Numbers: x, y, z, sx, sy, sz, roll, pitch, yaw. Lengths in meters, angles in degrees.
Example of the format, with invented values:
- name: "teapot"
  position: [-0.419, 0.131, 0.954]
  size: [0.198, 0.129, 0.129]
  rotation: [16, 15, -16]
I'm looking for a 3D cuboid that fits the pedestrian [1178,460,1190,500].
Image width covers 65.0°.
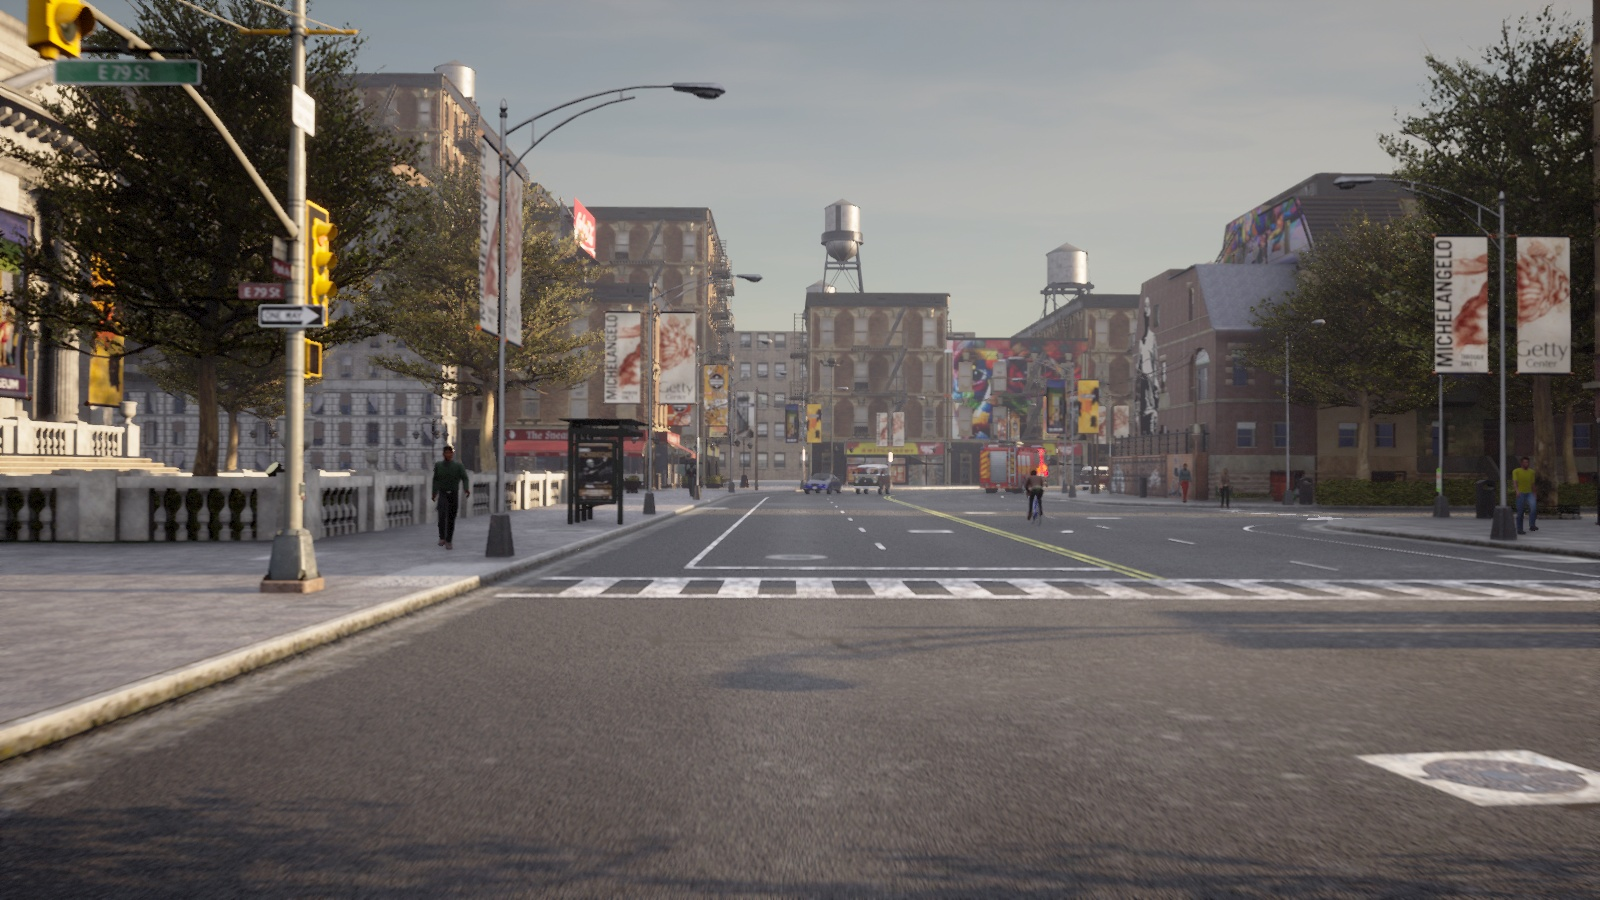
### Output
- name: "pedestrian"
  position: [17.558, 1.361, 57.365]
  size: [0.353, 1.847, 0.614]
  rotation: [0, -1, 1]

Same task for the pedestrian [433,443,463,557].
- name: "pedestrian"
  position: [-6.164, 0.864, 22.004]
  size: [0.423, 1.949, 0.788]
  rotation: [0, -1, -10]

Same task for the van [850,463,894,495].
- name: "van"
  position: [4.832, 1.923, 83.859]
  size: [2.069, 2.038, 4.480]
  rotation: [-1, -1, 15]

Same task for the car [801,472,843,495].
- name: "car"
  position: [1.529, 2.247, 85.091]
  size: [1.816, 1.474, 4.193]
  rotation: [-1, -1, 16]

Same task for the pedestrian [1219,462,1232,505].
- name: "pedestrian"
  position: [18.469, 1.460, 54.499]
  size: [0.331, 1.846, 0.634]
  rotation: [0, -1, 2]

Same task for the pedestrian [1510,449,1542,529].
- name: "pedestrian"
  position: [16.841, 0.892, 29.138]
  size: [0.354, 1.836, 0.706]
  rotation: [0, -1, 6]

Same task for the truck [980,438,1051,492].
- name: "truck"
  position: [16.124, 1.151, 93.520]
  size: [2.891, 3.827, 8.468]
  rotation: [-1, -1, 26]

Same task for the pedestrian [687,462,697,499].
- name: "pedestrian"
  position: [-5.747, 1.613, 66.800]
  size: [0.402, 1.930, 0.666]
  rotation: [0, -1, 2]
